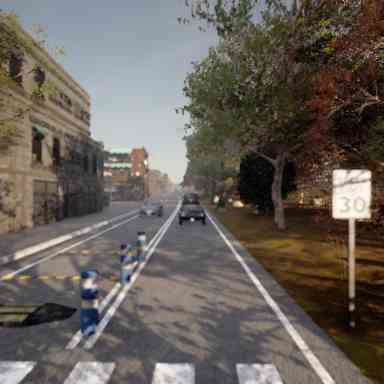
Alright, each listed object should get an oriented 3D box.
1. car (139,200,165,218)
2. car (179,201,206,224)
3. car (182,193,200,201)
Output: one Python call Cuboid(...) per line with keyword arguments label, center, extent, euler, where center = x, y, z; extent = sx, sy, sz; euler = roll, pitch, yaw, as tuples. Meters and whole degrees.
Cuboid(label="car", center=(-3.463, 1.442, 29.224), extent=(2.128, 1.511, 4.902), euler=(0, 0, 0))
Cuboid(label="car", center=(0.012, 1.565, 24.620), extent=(1.895, 1.301, 4.718), euler=(0, 0, 0))
Cuboid(label="car", center=(-0.143, 1.130, 42.911), extent=(2.150, 2.045, 5.566), euler=(0, 0, -1))
